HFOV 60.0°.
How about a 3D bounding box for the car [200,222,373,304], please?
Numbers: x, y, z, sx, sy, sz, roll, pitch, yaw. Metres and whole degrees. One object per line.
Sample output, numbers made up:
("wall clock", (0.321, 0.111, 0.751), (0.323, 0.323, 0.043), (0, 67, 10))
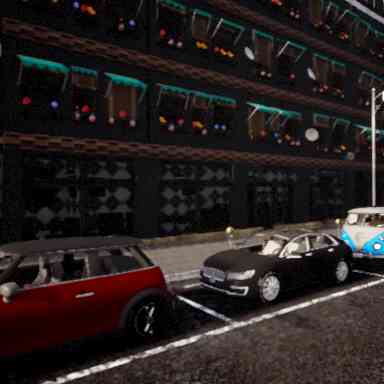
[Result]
("car", (2.200, 1.586, 8.101), (4.403, 1.369, 2.008), (0, -1, -35))

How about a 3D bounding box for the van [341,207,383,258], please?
("van", (6.761, 1.407, 11.356), (3.998, 1.788, 1.690), (0, -1, -35))

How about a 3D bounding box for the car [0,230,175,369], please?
("car", (-2.361, 1.445, 4.849), (4.097, 1.590, 1.967), (0, -1, -35))
